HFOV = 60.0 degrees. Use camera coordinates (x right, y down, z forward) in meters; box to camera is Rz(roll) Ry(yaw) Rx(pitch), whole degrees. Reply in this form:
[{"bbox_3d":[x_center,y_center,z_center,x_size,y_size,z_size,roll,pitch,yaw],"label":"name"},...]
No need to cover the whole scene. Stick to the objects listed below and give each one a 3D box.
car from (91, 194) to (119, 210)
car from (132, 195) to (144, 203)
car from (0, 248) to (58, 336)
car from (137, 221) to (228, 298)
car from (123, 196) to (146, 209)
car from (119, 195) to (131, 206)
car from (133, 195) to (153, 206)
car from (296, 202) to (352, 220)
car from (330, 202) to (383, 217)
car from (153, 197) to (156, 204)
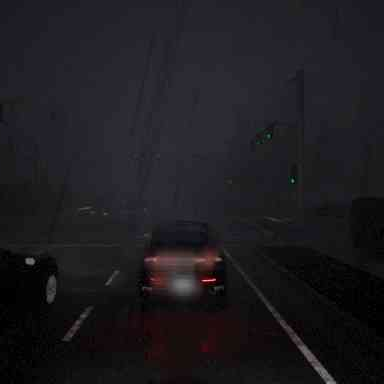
[{"bbox_3d":[-11.435,1.221,43.420,2.150,2.045,5.566,0,0,-2],"label":"car"},{"bbox_3d":[-11.840,1.478,73.229,1.882,1.535,5.008,0,0,-1],"label":"car"},{"bbox_3d":[-3.612,1.478,4.854,1.882,1.535,5.008,0,0,-2],"label":"car"},{"bbox_3d":[-0.245,1.492,8.518,2.128,1.511,4.902,0,0,-2],"label":"car"},{"bbox_3d":[-7.977,1.601,46.483,1.895,1.301,4.718,0,0,-1],"label":"car"},{"bbox_3d":[-11.587,1.505,53.248,1.837,1.490,4.892,0,0,-1],"label":"car"},{"bbox_3d":[-8.115,1.564,55.250,1.994,1.385,4.181,0,0,-1],"label":"car"},{"bbox_3d":[11.395,1.547,27.211,5.357,1.411,2.033,0,0,0],"label":"car"},{"bbox_3d":[15.467,1.601,30.676,4.718,1.301,1.895,0,0,0],"label":"car"},{"bbox_3d":[-8.234,1.526,65.072,1.812,1.442,4.674,0,0,-1],"label":"car"}]
